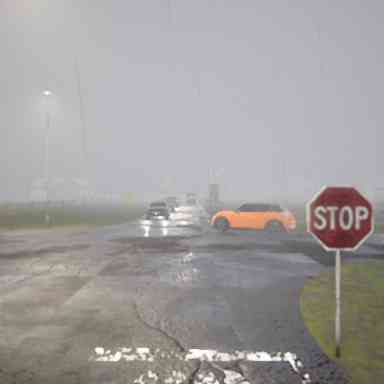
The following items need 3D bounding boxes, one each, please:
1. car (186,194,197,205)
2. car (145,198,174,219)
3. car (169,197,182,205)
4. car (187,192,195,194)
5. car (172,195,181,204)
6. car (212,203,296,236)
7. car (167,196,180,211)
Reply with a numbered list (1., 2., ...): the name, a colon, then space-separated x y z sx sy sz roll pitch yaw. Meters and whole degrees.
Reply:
1. car: -0.148 1.590 60.922 2.033 1.411 5.357 0 0 0
2. car: -2.890 1.531 29.312 1.837 1.490 4.892 0 0 0
3. car: -2.947 1.590 59.776 2.033 1.411 5.357 0 0 0
4. car: -0.174 1.104 71.371 2.150 2.045 5.566 0 0 0
5. car: -2.931 1.390 48.452 2.097 1.767 4.553 0 0 0
6. car: 3.395 1.374 18.839 4.553 1.767 2.097 0 0 31
7. car: -2.917 1.524 38.441 2.128 1.511 4.902 0 0 0
